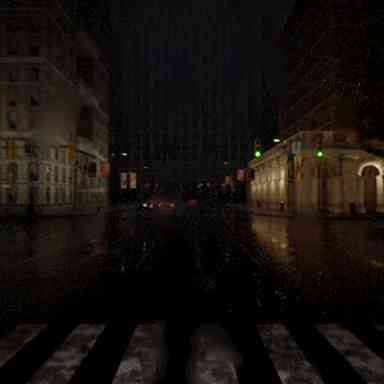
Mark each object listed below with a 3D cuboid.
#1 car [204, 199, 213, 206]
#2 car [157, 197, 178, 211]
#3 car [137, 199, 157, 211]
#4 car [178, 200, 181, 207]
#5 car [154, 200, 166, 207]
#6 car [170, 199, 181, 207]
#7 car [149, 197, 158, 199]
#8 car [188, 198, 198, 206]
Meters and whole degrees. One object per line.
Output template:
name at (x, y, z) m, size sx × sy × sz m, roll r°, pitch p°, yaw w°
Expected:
car at (3.673, 2.330, 73.810) m, size 2.033 × 1.411 × 5.357 m, roll 0°, pitch -1°, yaw 1°
car at (-3.590, 1.937, 49.859) m, size 2.097 × 1.767 × 4.553 m, roll 0°, pitch -1°, yaw 0°
car at (-7.097, 2.144, 50.788) m, size 2.033 × 1.411 × 5.357 m, roll 0°, pitch -1°, yaw 0°
car at (-3.528, 2.244, 59.328) m, size 2.033 × 1.411 × 5.357 m, roll 0°, pitch -1°, yaw 1°
car at (-6.856, 2.373, 71.090) m, size 2.033 × 1.411 × 5.357 m, roll 0°, pitch -1°, yaw 1°
car at (-3.373, 2.340, 69.427) m, size 2.128 × 1.511 × 4.902 m, roll 0°, pitch -1°, yaw 1°
car at (-7.000, 1.933, 60.667) m, size 2.150 × 2.045 × 5.566 m, roll 0°, pitch -1°, yaw 1°
car at (0.173, 2.145, 73.817) m, size 2.097 × 1.767 × 4.553 m, roll 0°, pitch -1°, yaw 1°
